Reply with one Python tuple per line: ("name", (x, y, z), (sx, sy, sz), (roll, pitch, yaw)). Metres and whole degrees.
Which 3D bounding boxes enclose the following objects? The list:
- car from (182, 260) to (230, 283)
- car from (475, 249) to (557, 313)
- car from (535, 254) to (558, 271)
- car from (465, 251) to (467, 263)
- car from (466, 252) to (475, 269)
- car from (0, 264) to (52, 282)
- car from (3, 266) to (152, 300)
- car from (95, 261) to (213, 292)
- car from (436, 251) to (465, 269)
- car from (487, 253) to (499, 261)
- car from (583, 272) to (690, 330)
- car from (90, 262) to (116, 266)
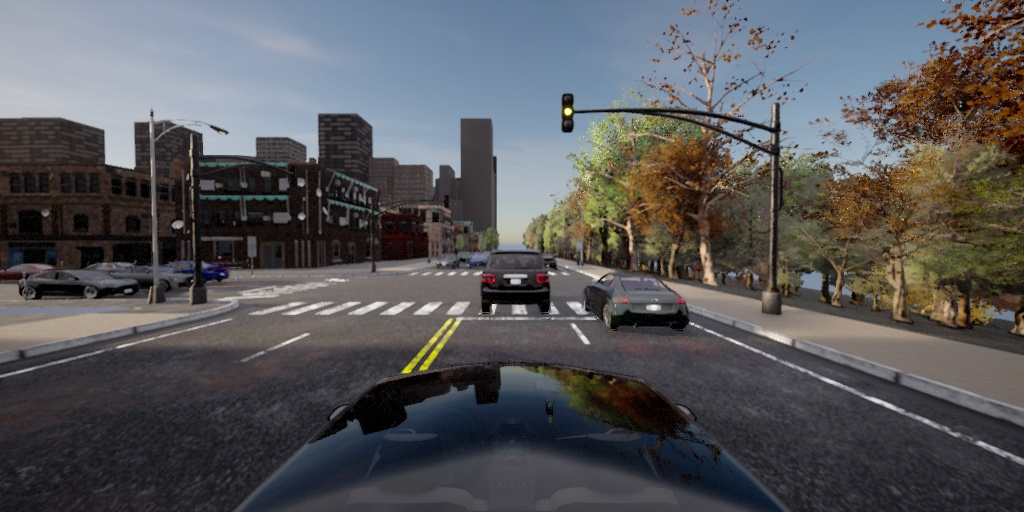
("car", (-20.629, 1.013, 22.506), (5.008, 1.535, 1.882), (-1, 2, 0))
("car", (0.102, 0.751, 12.811), (2.150, 2.045, 5.566), (0, 1, 0))
("car", (3.353, 0.572, 35.790), (1.837, 1.490, 4.892), (0, 1, 0))
("car", (-6.583, 0.170, 48.151), (2.097, 1.767, 4.553), (0, 1, 0))
("car", (-3.338, 0.504, 37.778), (1.882, 1.535, 5.008), (0, 1, 0))
("car", (-33.814, 1.190, 25.146), (4.207, 1.307, 1.802), (0, 0, 0))
("car", (-19.946, 1.269, 16.626), (4.313, 1.339, 1.948), (0, 0, 0))
("car", (-19.169, 1.178, 19.316), (4.181, 1.385, 1.994), (-1, 2, 0))
("car", (-6.588, 0.526, 37.391), (2.128, 1.511, 4.902), (0, 1, 0))
("car", (-3.273, 0.109, 63.495), (1.895, 1.301, 4.718), (0, 1, 1))
("car", (3.346, 1.140, 10.414), (1.994, 1.385, 4.181), (0, 1, 0))
("car", (-28.279, 1.096, 25.137), (4.403, 1.370, 2.007), (0, 0, 0))
